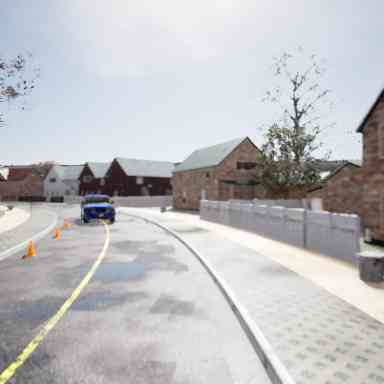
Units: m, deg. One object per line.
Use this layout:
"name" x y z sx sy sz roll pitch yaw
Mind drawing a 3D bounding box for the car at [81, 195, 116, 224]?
"car" -7.168 1.231 25.229 2.150 2.045 5.566 0 0 -21

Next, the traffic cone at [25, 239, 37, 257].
"traffic cone" -5.688 1.970 11.756 0.340 0.580 0.340 0 0 -10

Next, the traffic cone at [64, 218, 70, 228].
"traffic cone" -7.963 1.968 21.158 0.340 0.580 0.340 0 0 -17

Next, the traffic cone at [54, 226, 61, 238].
"traffic cone" -6.673 1.968 16.494 0.340 0.580 0.340 0 0 -14
